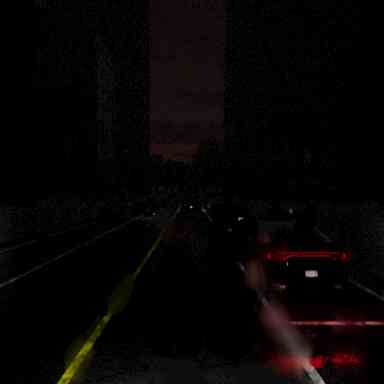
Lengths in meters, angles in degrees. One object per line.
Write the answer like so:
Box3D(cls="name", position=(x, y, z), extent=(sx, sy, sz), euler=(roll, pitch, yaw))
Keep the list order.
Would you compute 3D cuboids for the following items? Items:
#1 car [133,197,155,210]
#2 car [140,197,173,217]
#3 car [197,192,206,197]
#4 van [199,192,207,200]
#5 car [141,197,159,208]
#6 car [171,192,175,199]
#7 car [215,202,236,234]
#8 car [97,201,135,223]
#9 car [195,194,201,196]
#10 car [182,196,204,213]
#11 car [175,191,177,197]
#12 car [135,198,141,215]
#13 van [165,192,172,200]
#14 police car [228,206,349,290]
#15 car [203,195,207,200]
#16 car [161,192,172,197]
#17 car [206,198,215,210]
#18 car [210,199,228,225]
Box3D(cls="car", position=(-5.860, 1.420, 41.130), extent=(2.008, 1.369, 4.403), euler=(-1, 0, 0))
Box3D(cls="car", position=(-3.162, 1.457, 30.665), extent=(2.033, 1.411, 5.357), euler=(0, 0, 0))
Box3D(cls="car", position=(2.597, 1.237, 73.676), extent=(1.752, 1.417, 4.829), euler=(-1, 0, 0))
Box3D(cls="van", position=(2.583, 1.021, 79.185), extent=(1.690, 1.788, 3.998), euler=(-1, 0, 0))
Box3D(cls="car", position=(-5.871, 1.412, 46.509), extent=(1.947, 1.339, 4.313), euler=(-1, 0, 0))
Box3D(cls="car", position=(-5.942, 0.994, 79.158), extent=(2.192, 1.841, 5.009), euler=(-1, 0, 0))
Box3D(cls="car", position=(2.709, 1.510, 20.511), extent=(1.947, 1.339, 4.313), euler=(-1, 0, 0))
Box3D(cls="car", position=(-5.826, 1.474, 24.997), extent=(1.887, 1.381, 4.507), euler=(-1, 0, 0))
Box3D(cls="car", position=(-0.054, 1.351, 46.435), extent=(1.837, 1.490, 4.892), euler=(0, 0, 1))
Box3D(cls="car", position=(-0.030, 1.458, 34.753), extent=(1.994, 1.385, 4.181), euler=(0, 0, 1))
Box3D(cls="car", position=(-5.966, 0.924, 90.517), extent=(2.192, 1.841, 5.009), euler=(-1, 0, 0))
Box3D(cls="car", position=(-5.837, 1.493, 30.374), extent=(1.802, 1.307, 4.206), euler=(-1, 0, 0))
Box3D(cls="van", position=(-5.954, 0.986, 84.838), extent=(1.690, 1.788, 3.998), euler=(-1, 0, 0))
Box3D(cls="police car", position=(2.347, 1.401, 9.128), extent=(1.930, 1.638, 5.238), euler=(0, 0, 0))
Box3D(cls="car", position=(2.665, 1.394, 41.493), extent=(1.752, 1.417, 4.829), euler=(-1, 0, 0))
Box3D(cls="car", position=(-5.927, 1.294, 73.479), extent=(1.802, 1.307, 4.206), euler=(-1, 0, 0))
Box3D(cls="car", position=(2.687, 1.460, 30.917), extent=(2.008, 1.369, 4.403), euler=(-1, 0, 0))
Box3D(cls="car", position=(2.698, 1.493, 25.715), extent=(1.947, 1.339, 4.313), euler=(-1, 0, 0))
